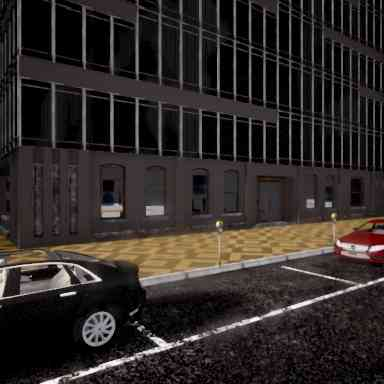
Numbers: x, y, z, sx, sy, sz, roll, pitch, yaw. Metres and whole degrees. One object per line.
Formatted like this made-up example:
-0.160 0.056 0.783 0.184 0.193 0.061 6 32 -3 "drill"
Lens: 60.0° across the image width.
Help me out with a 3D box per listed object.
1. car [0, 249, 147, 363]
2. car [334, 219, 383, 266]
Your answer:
-2.780 1.551 4.577 4.403 1.369 2.008 0 0 -35 "car"
6.510 1.582 11.157 4.206 1.307 1.802 0 0 -35 "car"
